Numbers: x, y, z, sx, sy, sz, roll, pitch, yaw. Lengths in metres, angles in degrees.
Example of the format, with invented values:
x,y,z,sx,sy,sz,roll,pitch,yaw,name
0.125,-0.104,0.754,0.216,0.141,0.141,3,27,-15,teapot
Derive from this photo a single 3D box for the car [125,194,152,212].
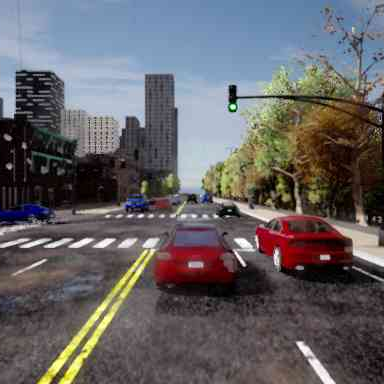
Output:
x,y,z,sx,sy,sz,roll,pitch,yaw,name
-6.597,1.297,40.358,2.150,2.045,5.566,0,0,0,car

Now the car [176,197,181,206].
x,y,z,sx,sy,sz,roll,pitch,yaw,name
-3.312,1.649,55.562,2.033,1.411,5.357,0,0,0,car

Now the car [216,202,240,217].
x,y,z,sx,sy,sz,roll,pitch,yaw,name
3.341,1.624,31.546,1.994,1.385,4.181,0,0,0,car

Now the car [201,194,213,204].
x,y,z,sx,sy,sz,roll,pitch,yaw,name
3.226,1.342,69.627,2.150,2.045,5.566,0,0,0,car

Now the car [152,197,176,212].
x,y,z,sx,sy,sz,roll,pitch,yaw,name
-3.349,1.552,40.107,1.882,1.535,5.008,0,0,0,car

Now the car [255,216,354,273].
x,y,z,sx,sy,sz,roll,pitch,yaw,name
3.345,1.499,10.833,1.882,1.535,5.008,0,0,0,car

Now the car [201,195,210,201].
x,y,z,sx,sy,sz,roll,pitch,yaw,name
3.223,1.498,80.015,1.812,1.442,4.674,0,0,0,car

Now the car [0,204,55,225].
x,y,z,sx,sy,sz,roll,pitch,yaw,name
-12.676,1.667,24.882,4.674,1.442,1.812,-1,0,6,car

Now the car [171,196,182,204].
x,y,z,sx,sy,sz,roll,pitch,yaw,name
-3.272,1.662,69.821,2.033,1.411,5.357,0,0,0,car

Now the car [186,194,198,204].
x,y,z,sx,sy,sz,roll,pitch,yaw,name
-0.024,1.342,69.625,2.150,2.045,5.566,0,0,0,car

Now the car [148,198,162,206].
x,y,z,sx,sy,sz,roll,pitch,yaw,name
-6.548,1.707,58.677,1.895,1.301,4.718,0,0,1,car

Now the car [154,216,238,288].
x,y,z,sx,sy,sz,roll,pitch,yaw,name
0.096,1.582,9.342,1.994,1.385,4.181,0,0,0,car

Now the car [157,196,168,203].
x,y,z,sx,sy,sz,roll,pitch,yaw,name
-6.523,1.670,73.987,1.994,1.385,4.181,0,0,0,car
